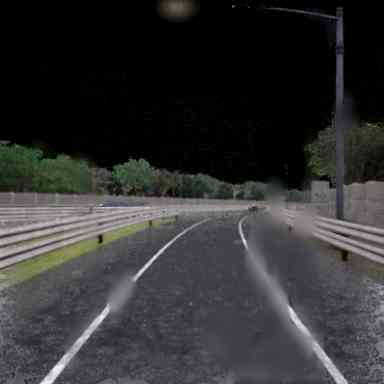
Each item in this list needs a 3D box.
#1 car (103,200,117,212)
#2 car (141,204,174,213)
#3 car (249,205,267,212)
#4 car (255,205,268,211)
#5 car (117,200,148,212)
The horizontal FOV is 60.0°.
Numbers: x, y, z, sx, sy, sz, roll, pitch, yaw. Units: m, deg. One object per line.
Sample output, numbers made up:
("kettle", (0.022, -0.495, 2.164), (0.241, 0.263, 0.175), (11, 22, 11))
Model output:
("car", (-10.316, 2.262, 48.192), (2.150, 2.045, 5.566), (-1, -2, 31))
("car", (-4.305, 2.565, 44.600), (1.895, 1.301, 4.718), (-1, -2, 31))
("car", (15.746, 3.813, 78.374), (1.837, 1.490, 4.892), (-1, -2, 31))
("car", (19.066, 4.277, 90.822), (1.837, 1.490, 4.892), (-1, -2, 31))
("car", (-7.306, 2.222, 46.406), (2.150, 2.045, 5.566), (-1, -2, 31))
